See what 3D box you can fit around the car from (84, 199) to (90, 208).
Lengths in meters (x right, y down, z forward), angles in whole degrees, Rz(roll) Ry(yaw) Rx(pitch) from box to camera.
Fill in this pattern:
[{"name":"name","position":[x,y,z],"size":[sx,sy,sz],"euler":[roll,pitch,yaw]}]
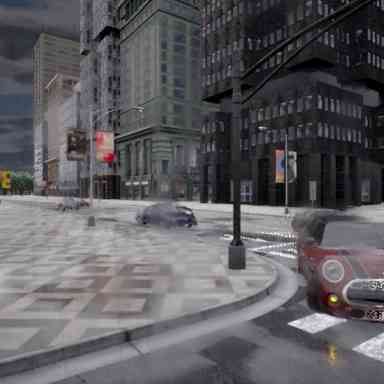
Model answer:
[{"name":"car","position":[-15.605,1.589,46.489],"size":[1.895,1.301,4.718],"euler":[0,0,-35]}]

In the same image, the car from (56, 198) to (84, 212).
[{"name":"car","position":[-14.838,1.498,39.728],"size":[1.837,1.490,4.892],"euler":[0,0,-35]}]

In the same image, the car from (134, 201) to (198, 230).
[{"name":"car","position":[-1.845,1.541,21.435],"size":[2.033,1.411,5.357],"euler":[0,0,-35]}]

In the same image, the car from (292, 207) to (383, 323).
[{"name":"car","position":[3.599,1.353,7.390],"size":[2.097,1.767,4.553],"euler":[-1,0,12]}]

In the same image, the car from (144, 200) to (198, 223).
[{"name":"car","position":[-1.797,1.477,26.970],"size":[2.128,1.511,4.902],"euler":[0,0,-35]}]
